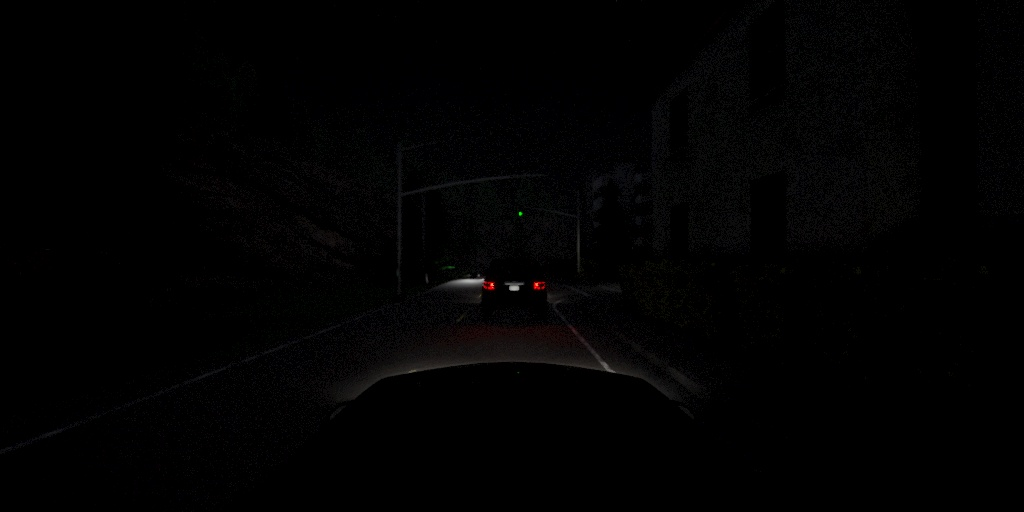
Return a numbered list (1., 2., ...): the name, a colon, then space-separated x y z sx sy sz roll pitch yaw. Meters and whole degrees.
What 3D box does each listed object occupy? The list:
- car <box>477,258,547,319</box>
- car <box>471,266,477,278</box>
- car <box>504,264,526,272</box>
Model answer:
1. car: 0.090 1.113 13.709 2.150 2.045 5.566 0 -1 0
2. car: -3.526 1.807 40.559 1.895 1.301 4.718 0 -1 1
3. car: 0.535 2.059 62.084 1.895 1.301 4.718 0 -1 28
